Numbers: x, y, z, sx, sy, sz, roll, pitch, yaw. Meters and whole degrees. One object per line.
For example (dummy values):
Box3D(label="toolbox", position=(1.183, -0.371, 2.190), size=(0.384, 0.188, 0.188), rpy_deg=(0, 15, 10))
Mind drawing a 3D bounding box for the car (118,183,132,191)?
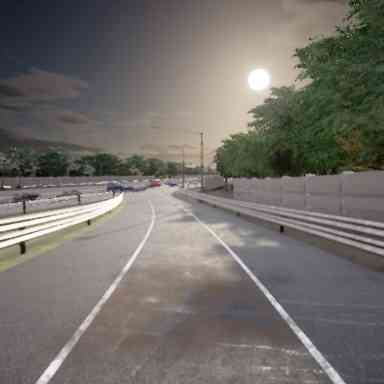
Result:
Box3D(label="car", position=(-15.419, -0.971, 80.624), size=(1.882, 1.535, 5.008), rpy_deg=(0, 3, 12))

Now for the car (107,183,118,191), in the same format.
Box3D(label="car", position=(-18.831, -1.244, 81.398), size=(2.150, 2.045, 5.566), rpy_deg=(0, 3, 12))

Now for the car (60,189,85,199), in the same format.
Box3D(label="car", position=(-20.539, 0.292, 57.403), size=(1.837, 1.490, 4.892), rpy_deg=(0, 3, 12))

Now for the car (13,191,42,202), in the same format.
Box3D(label="car", position=(-25.415, 0.627, 51.532), size=(2.128, 1.511, 4.902), rpy_deg=(0, 3, 12))

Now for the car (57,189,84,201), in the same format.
Box3D(label="car", position=(-18.394, 0.726, 50.877), size=(1.895, 1.301, 4.718), rpy_deg=(0, 3, 12))

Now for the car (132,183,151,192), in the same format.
Box3D(label="car", position=(-12.002, -0.877, 79.869), size=(1.994, 1.385, 4.181), rpy_deg=(0, 3, 12))
